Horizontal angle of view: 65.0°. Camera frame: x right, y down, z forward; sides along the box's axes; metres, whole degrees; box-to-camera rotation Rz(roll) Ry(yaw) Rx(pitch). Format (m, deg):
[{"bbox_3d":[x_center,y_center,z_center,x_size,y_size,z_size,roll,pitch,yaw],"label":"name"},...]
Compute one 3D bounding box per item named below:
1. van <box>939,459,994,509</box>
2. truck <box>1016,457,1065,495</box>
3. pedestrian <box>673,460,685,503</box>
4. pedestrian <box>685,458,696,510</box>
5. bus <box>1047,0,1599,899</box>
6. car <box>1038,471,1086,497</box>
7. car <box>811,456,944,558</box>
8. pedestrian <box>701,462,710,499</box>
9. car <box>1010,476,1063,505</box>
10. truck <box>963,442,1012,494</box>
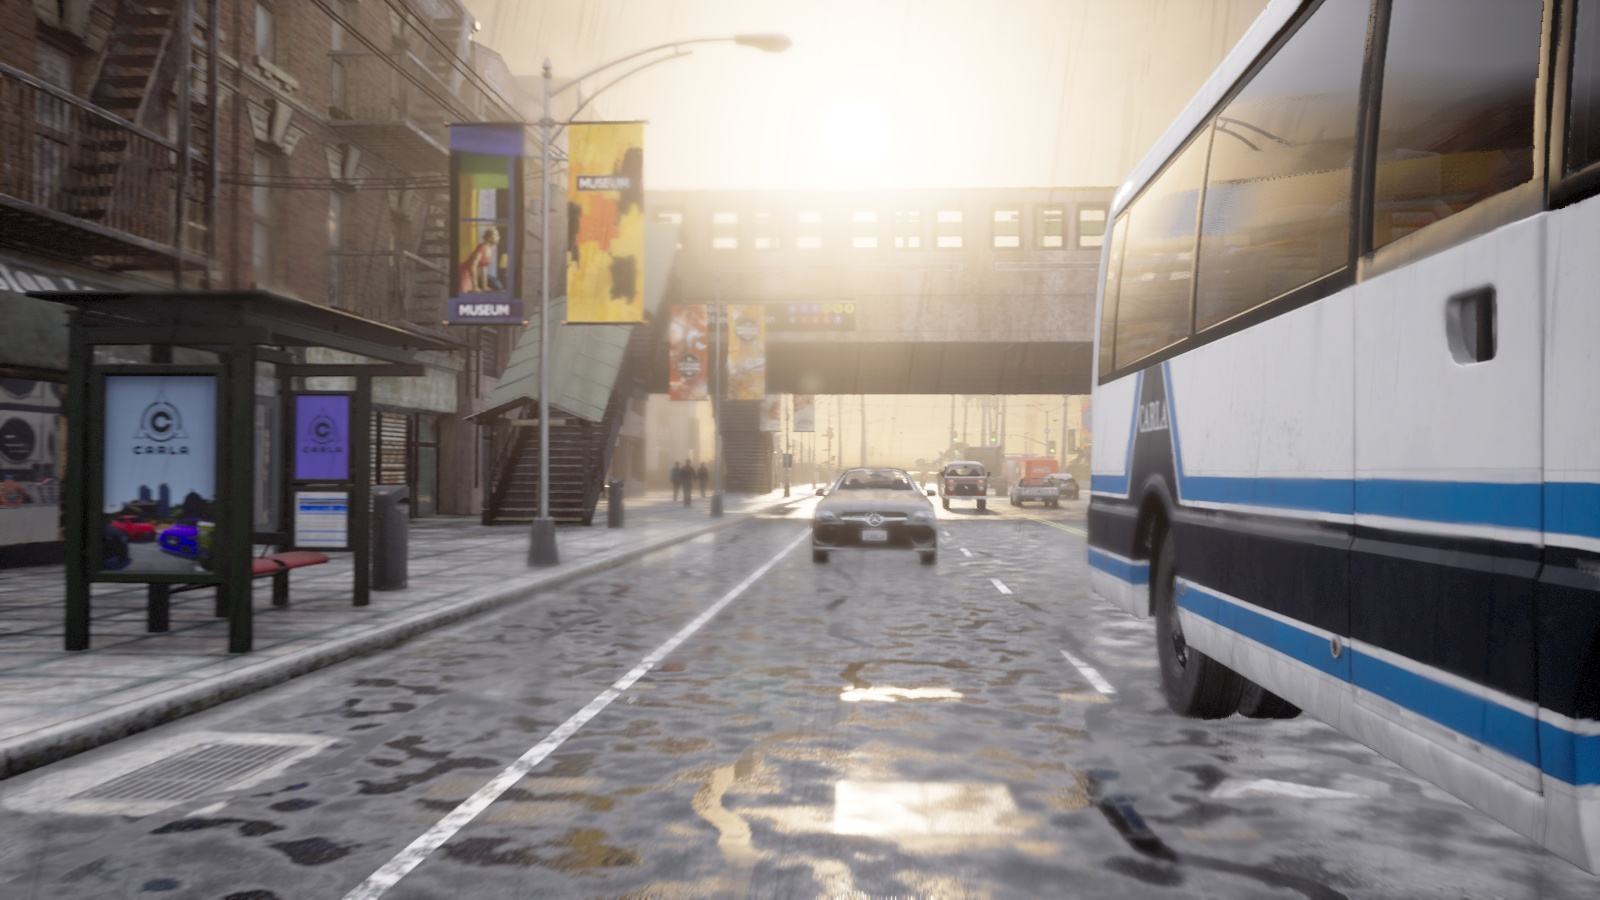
[{"bbox_3d":[7.035,1.411,53.336,2.069,2.038,4.480,0,-1,4],"label":"van"},{"bbox_3d":[16.248,1.712,85.123,2.627,2.467,5.204,0,-1,4],"label":"truck"},{"bbox_3d":[-5.444,1.436,56.635,0.396,1.930,0.692,0,-1,9],"label":"pedestrian"},{"bbox_3d":[-4.128,1.275,47.237,0.402,1.930,0.666,0,-1,-3],"label":"pedestrian"},{"bbox_3d":[3.723,-0.482,5.391,3.944,4.253,10.273,0,-1,4],"label":"bus"},{"bbox_3d":[15.686,2.034,75.504,2.163,1.488,4.792,0,-1,4],"label":"car"},{"bbox_3d":[1.421,0.973,22.916,2.152,1.651,5.027,0,-1,4],"label":"car"},{"bbox_3d":[-4.714,1.538,62.822,0.431,1.840,0.703,0,-1,-5],"label":"pedestrian"},{"bbox_3d":[10.952,1.862,58.415,1.895,1.301,4.718,0,-1,5],"label":"car"},{"bbox_3d":[12.979,1.263,87.508,2.891,3.462,7.936,0,-1,5],"label":"truck"}]
